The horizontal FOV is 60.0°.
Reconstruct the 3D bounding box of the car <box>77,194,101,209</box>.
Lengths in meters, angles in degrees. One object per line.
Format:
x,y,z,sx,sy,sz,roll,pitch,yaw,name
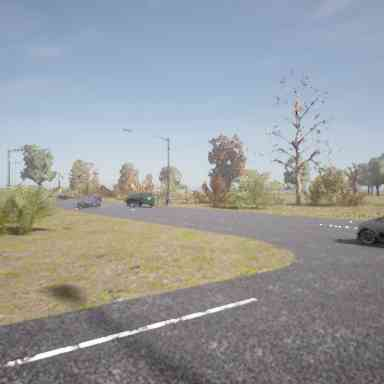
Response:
-13.266,1.375,42.666,1.994,1.385,4.181,0,0,-37,car

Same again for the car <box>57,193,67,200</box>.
-30.587,1.050,77.169,1.882,1.535,5.008,0,0,-37,car

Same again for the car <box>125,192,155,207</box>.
-7.291,1.022,46.363,2.150,2.045,5.566,0,0,-37,car

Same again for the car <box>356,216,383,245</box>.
8.907,1.549,13.311,1.994,1.385,4.181,0,0,-37,car

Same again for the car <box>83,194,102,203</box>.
-18.220,1.207,60.813,1.837,1.490,4.892,0,0,-37,car
